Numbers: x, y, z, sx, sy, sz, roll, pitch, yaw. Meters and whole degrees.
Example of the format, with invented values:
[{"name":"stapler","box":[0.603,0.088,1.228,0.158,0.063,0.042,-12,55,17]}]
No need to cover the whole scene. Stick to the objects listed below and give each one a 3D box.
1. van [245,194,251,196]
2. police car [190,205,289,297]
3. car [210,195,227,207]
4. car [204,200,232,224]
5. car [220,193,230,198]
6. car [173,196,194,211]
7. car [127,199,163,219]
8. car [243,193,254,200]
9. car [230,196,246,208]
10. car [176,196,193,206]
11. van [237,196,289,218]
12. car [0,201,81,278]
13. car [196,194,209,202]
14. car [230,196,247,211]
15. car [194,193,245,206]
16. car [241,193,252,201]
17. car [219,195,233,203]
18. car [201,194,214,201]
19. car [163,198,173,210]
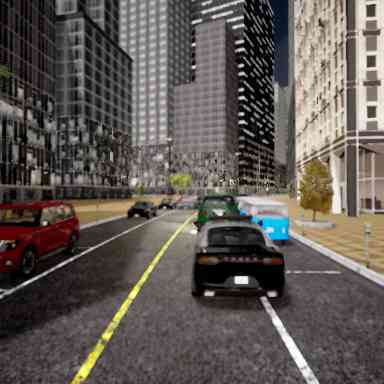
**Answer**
[{"name":"van","box":[3.527,1.212,20.729,1.690,1.788,3.998,1,0,5]},{"name":"police car","box":[0.977,1.372,8.591,1.930,1.638,5.238,0,0,2]},{"name":"car","box":[3.688,1.199,45.755,1.882,1.535,5.008,0,1,10]},{"name":"car","box":[1.900,1.377,24.341,1.812,1.442,4.674,0,0,5]},{"name":"car","box":[9.259,1.045,92.755,2.008,1.369,4.403,1,1,17]},{"name":"car","box":[-0.348,1.324,37.700,2.033,1.411,5.357,0,0,7]},{"name":"car","box":[-3.974,1.408,27.351,1.947,1.339,4.313,1,0,5]},{"name":"car","box":[13.232,1.074,77.829,1.887,1.381,4.507,1,1,15]},{"name":"car","box":[6.146,1.290,44.129,1.947,1.339,4.313,1,1,9]},{"name":"car","box":[-1.051,1.295,49.906,1.802,1.307,4.206,1,0,9]},{"name":"van","box":[3.155,1.248,14.878,1.690,1.788,3.998,1,0,3]},{"name":"car","box":[-5.082,1.255,10.204,2.192,1.841,5.009,1,0,2]},{"name":"car","box":[2.167,1.192,66.431,1.947,1.339,4.313,1,0,12]},{"name":"car","box":[5.349,1.285,38.508,1.752,1.417,4.829,1,1,8]},{"name":"car","box":[1.458,1.111,18.429,2.150,2.045,5.566,0,0,4]},{"name":"car","box":[11.813,1.000,72.367,1.967,1.590,4.097,1,1,14]},{"name":"car","box":[6.149,1.242,59.827,1.895,1.301,4.718,0,0,12]},{"name":"car","box":[3.373,1.125,71.621,1.752,1.417,4.829,1,0,13]},{"name":"car","box":[-2.715,1.343,38.683,1.947,1.339,4.313,1,0,7]}]
